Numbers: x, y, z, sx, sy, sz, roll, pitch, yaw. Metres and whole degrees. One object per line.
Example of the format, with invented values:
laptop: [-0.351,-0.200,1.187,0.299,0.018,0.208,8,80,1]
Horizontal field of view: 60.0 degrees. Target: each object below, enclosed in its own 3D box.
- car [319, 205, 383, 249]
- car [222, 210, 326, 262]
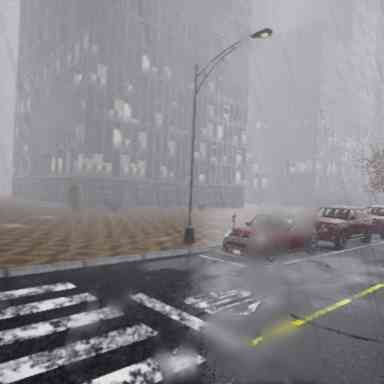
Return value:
car: [7.196,1.588,16.368,5.009,1.841,2.192,2,0,-42]
car: [3.017,1.556,12.569,4.097,1.590,1.967,2,0,-42]
